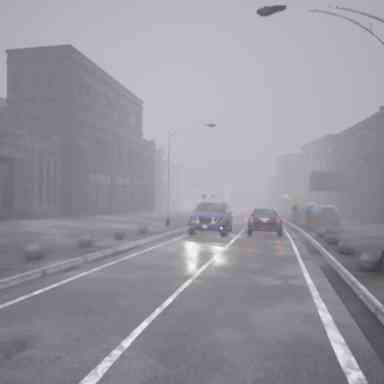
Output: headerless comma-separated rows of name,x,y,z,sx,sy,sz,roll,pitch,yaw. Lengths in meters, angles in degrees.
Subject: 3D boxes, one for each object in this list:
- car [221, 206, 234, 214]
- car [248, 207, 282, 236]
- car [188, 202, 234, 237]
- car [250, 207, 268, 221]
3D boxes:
car,6.572,3.408,61.847,1.994,1.385,4.181,0,-3,2
car,4.910,1.857,22.452,2.097,1.767,4.553,1,-2,12
car,1.304,1.629,21.036,2.150,2.045,5.566,1,-2,13
car,7.887,2.527,39.364,1.837,1.490,4.892,1,-1,8
